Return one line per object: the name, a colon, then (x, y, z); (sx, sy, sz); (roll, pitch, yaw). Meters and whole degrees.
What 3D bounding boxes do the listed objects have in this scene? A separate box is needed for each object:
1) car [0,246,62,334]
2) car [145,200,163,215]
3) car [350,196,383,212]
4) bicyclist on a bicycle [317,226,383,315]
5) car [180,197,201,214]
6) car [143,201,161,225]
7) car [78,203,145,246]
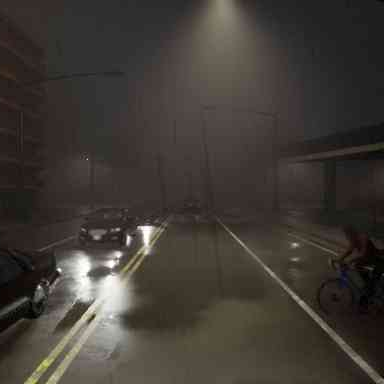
car: (-3.625, 1.547, 4.665); (2.033, 1.411, 5.357); (0, 0, 0)
car: (-3.728, 1.489, 30.347); (2.128, 1.511, 4.902); (0, 0, 0)
car: (20.051, 1.292, 36.677); (4.611, 1.667, 2.242); (0, 0, 1)
bicyclist on a bicycle: (3.090, 1.449, 6.091); (1.656, 1.620, 0.582); (-2, 0, 0)
car: (-0.132, 1.349, 35.091); (2.097, 1.767, 4.553); (0, 0, 0)
car: (-3.644, 1.562, 24.050); (1.994, 1.385, 4.181); (0, 0, 0)
car: (-3.687, 1.490, 15.294); (2.128, 1.511, 4.902); (0, 0, 0)
